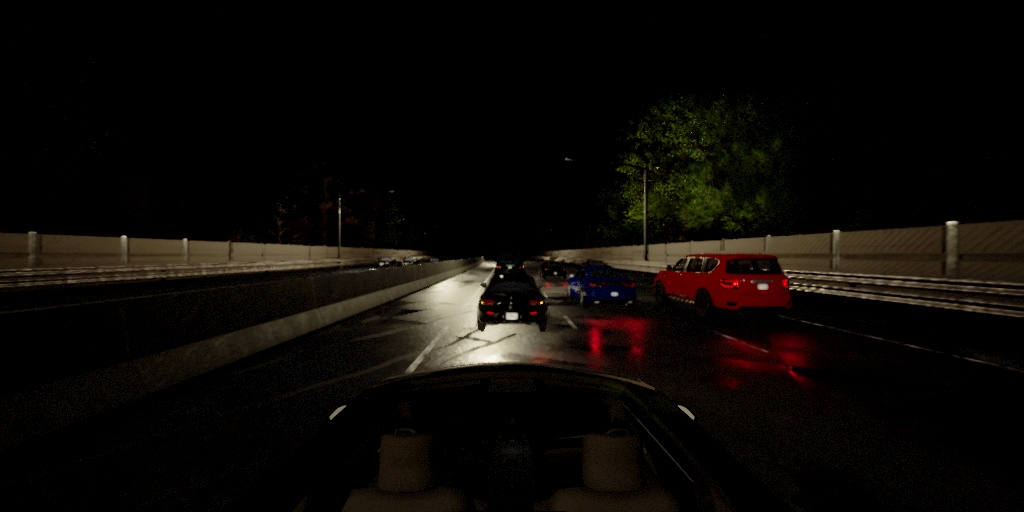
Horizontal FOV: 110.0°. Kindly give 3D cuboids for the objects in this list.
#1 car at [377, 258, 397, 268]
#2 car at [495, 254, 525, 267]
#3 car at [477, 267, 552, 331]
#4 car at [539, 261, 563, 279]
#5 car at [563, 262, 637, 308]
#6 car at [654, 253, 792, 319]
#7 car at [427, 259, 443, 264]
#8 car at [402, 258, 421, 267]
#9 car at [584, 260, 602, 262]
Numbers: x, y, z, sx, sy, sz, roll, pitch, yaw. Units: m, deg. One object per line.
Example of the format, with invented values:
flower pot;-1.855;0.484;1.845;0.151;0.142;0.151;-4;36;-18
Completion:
car;-18.359;0.994;52.832;2.128;1.511;4.902;0;0;-1
car;-0.156;0.851;27.647;2.150;2.045;5.566;0;1;0
car;0.013;1.233;10.715;1.812;1.442;4.674;0;0;0
car;3.322;1.142;29.837;1.812;1.442;4.674;0;0;-1
car;3.506;1.166;14.732;1.882;1.535;5.008;0;0;0
car;7.013;0.922;12.699;2.150;2.045;5.566;0;1;0
car;-11.360;1.067;53.057;1.994;1.385;4.181;0;0;-1
car;-14.859;0.994;53.029;2.128;1.511;4.902;0;0;-1
car;6.811;1.092;30.401;1.882;1.535;5.008;0;0;-1
